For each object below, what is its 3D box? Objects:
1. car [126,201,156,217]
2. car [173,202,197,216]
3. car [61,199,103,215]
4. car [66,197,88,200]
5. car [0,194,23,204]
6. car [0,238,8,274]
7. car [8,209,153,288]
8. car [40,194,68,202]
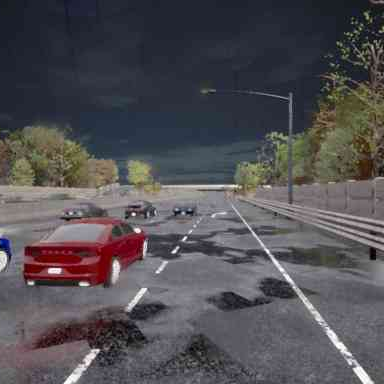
[{"bbox_3d":[-4.381,1.505,28.735,1.837,1.490,4.892,0,0,5],"label":"car"},{"bbox_3d":[-0.561,1.602,32.133,1.895,1.301,4.718,0,0,5],"label":"car"},{"bbox_3d":[-8.175,1.546,25.606,2.033,1.411,5.357,0,0,5],"label":"car"},{"bbox_3d":[-16.686,1.614,50.415,1.895,1.301,4.718,0,0,5],"label":"car"},{"bbox_3d":[-24.311,1.358,43.805,2.097,1.767,4.553,0,0,6],"label":"car"},{"bbox_3d":[-6.280,1.477,7.596,1.882,1.535,5.008,0,0,5],"label":"car"},{"bbox_3d":[-2.609,1.477,9.330,1.882,1.535,5.008,0,0,5],"label":"car"},{"bbox_3d":[-20.279,1.236,49.543,2.150,2.045,5.566,0,-1,5],"label":"car"}]
